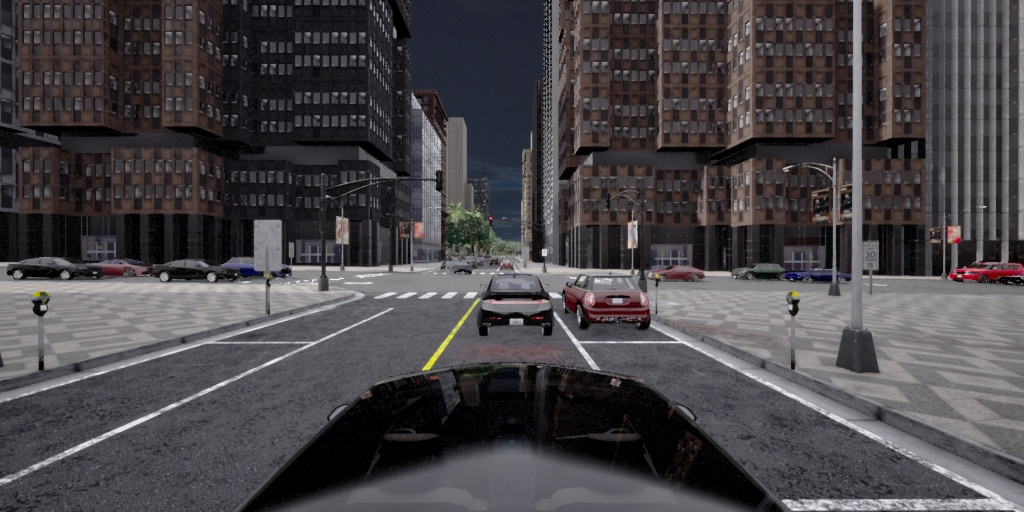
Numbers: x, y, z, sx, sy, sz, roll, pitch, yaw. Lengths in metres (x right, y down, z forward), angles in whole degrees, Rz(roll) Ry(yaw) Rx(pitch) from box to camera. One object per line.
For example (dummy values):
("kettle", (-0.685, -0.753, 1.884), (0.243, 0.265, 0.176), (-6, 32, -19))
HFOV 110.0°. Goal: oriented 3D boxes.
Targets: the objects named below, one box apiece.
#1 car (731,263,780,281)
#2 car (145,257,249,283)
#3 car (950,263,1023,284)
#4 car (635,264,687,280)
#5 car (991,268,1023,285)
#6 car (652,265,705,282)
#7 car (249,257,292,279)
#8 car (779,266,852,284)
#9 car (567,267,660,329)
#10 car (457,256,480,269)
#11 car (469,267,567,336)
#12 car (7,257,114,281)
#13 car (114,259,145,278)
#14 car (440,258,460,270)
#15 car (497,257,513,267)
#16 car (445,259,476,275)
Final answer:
("car", (23.812, 1.468, 34.713), (4.553, 1.767, 2.097), (1, 0, 0))
("car", (-21.274, 0.961, 24.363), (5.008, 1.535, 1.882), (1, 0, -1))
("car", (46.264, 1.668, 34.836), (5.566, 2.045, 2.150), (1, 0, 0))
("car", (14.340, 1.542, 34.632), (4.181, 1.385, 1.994), (1, 0, -1))
("car", (46.092, 2.046, 31.588), (4.718, 1.301, 1.895), (1, 0, 0))
("car", (14.351, 1.507, 31.379), (4.674, 1.442, 1.812), (1, 0, -1))
("car", (-19.564, 0.855, 27.628), (4.553, 1.767, 2.097), (1, 0, 0))
("car", (26.766, 1.763, 31.491), (4.718, 1.301, 1.895), (1, 0, 0))
("car", (2.734, 1.190, 11.247), (1.967, 1.591, 4.097), (0, 0, 0))
("car", (-6.642, 0.987, 55.148), (2.150, 2.045, 5.566), (0, 0, 0))
("car", (0.076, 1.241, 10.361), (2.128, 1.511, 4.902), (0, 0, -1))
("car", (-30.738, 0.827, 24.281), (5.008, 1.535, 1.882), (1, 0, 0))
("car", (-29.600, 0.925, 27.534), (4.181, 1.385, 1.994), (1, 0, -1))
("car", (-9.287, 1.324, 52.549), (1.948, 1.339, 4.313), (0, 0, -1))
("car", (-0.762, 1.198, 52.628), (1.967, 1.591, 4.097), (0, 0, -1))
("car", (-5.530, 1.257, 37.695), (2.033, 1.411, 5.357), (0, -1, -16))
